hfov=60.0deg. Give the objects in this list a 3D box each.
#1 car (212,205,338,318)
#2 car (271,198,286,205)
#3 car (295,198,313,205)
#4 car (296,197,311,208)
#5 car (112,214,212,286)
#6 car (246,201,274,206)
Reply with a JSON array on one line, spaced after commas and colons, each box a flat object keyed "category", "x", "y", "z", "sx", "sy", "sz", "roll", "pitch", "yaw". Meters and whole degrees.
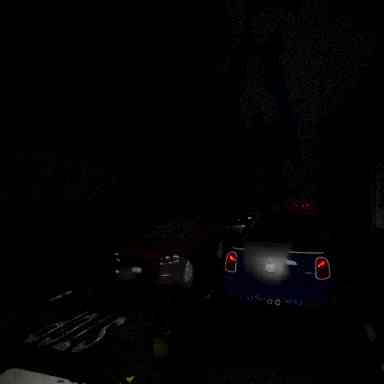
[{"category": "car", "x": 2.141, "y": 1.357, "z": 7.823, "sx": 2.097, "sy": 1.767, "sz": 4.553, "roll": 0, "pitch": 0, "yaw": 19}, {"category": "car", "x": 10.516, "y": 1.500, "z": 41.001, "sx": 2.033, "sy": 1.411, "sz": 5.357, "roll": 0, "pitch": 0, "yaw": 19}, {"category": "car", "x": 12.610, "y": 1.511, "z": 37.688, "sx": 2.033, "sy": 1.411, "sz": 5.357, "roll": 0, "pitch": 0, "yaw": 20}, {"category": "car", "x": 15.669, "y": 1.470, "z": 46.629, "sx": 1.994, "sy": 1.385, "sz": 4.181, "roll": 0, "pitch": 0, "yaw": 19}, {"category": "car", "x": -0.431, "y": 1.484, "z": 9.857, "sx": 1.882, "sy": 1.535, "sz": 5.008, "roll": 0, "pitch": 0, "yaw": 19}, {"category": "car", "x": 4.474, "y": 1.575, "z": 23.918, "sx": 1.994, "sy": 1.385, "sz": 4.181, "roll": 0, "pitch": 0, "yaw": 19}]
